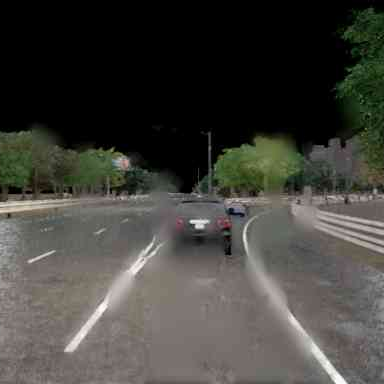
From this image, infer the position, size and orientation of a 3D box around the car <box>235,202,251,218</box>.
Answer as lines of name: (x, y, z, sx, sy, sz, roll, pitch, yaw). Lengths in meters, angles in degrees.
car: (4.214, 1.579, 30.694, 1.994, 1.385, 4.181, 0, 0, 18)

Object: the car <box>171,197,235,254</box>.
car: (0.548, 1.227, 13.677, 2.150, 2.045, 5.566, 0, 0, 6)

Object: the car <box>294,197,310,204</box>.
car: (19.850, 1.535, 59.208, 2.033, 1.411, 5.357, 0, 0, 40)
